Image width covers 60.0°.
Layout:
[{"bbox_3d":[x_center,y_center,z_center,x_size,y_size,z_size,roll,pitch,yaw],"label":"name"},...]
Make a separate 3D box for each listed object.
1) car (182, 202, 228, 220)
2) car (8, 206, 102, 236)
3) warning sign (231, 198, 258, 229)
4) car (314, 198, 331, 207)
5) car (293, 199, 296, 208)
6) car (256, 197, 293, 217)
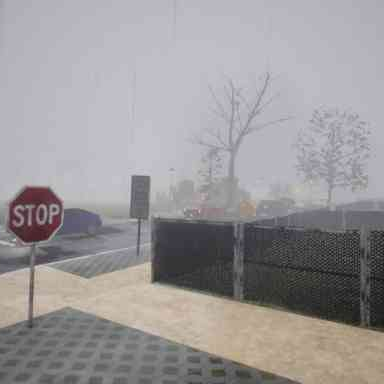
[{"bbox_3d":[1.168,1.540,28.153,1.895,1.301,4.718,4,2,33],"label":"car"},{"bbox_3d":[-6.476,1.446,16.255,1.812,1.442,4.674,4,2,31],"label":"car"},{"bbox_3d":[3.423,1.382,21.723,1.300,1.860,1.060,5,3,33],"label":"warning sign"},{"bbox_3d":[20.939,1.715,53.249,1.812,1.442,4.674,4,1,33],"label":"car"},{"bbox_3d":[12.951,1.498,46.151,1.837,1.490,4.892,4,2,33],"label":"car"},{"bbox_3d":[8.204,1.490,33.569,2.097,1.767,4.553,4,2,33],"label":"car"}]
